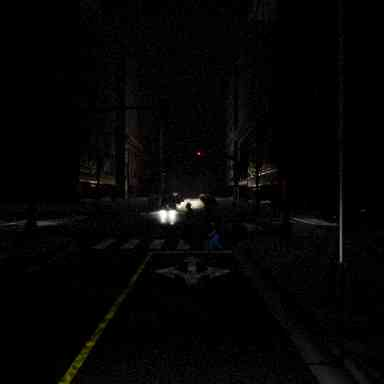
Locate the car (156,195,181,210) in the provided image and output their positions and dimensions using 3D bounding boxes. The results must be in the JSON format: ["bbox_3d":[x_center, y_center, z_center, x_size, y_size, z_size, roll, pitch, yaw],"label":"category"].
[{"bbox_3d":[-2.919,1.455,42.624,2.128,1.511,4.902,0,0,1],"label":"car"}]

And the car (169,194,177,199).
[{"bbox_3d":[-5.337,1.378,95.333,1.887,1.381,4.507,0,0,0],"label":"car"}]

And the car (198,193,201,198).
[{"bbox_3d":[3.076,1.432,78.334,1.887,1.381,4.507,0,0,0],"label":"car"}]

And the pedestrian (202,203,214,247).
[{"bbox_3d":[0.687,1.290,13.202,0.375,1.860,0.375,0,0,0],"label":"pedestrian"}]

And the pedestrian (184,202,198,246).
[{"bbox_3d":[-0.046,1.290,13.806,0.375,1.860,0.375,0,0,0],"label":"pedestrian"}]

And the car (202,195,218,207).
[{"bbox_3d":[2.889,1.518,50.089,1.947,1.339,4.313,0,0,0],"label":"car"}]

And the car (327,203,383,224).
[{"bbox_3d":[13.508,1.722,26.078,4.674,1.442,1.812,1,0,0],"label":"car"}]

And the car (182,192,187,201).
[{"bbox_3d":[-2.654,1.264,69.565,2.097,1.767,4.553,0,0,0],"label":"car"}]

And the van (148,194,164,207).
[{"bbox_3d":[-5.635,1.293,50.144,1.690,1.788,3.998,0,0,0],"label":"van"}]

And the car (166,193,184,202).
[{"bbox_3d":[-2.827,1.420,55.294,1.882,1.535,5.008,0,0,0],"label":"car"}]

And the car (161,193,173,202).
[{"bbox_3d":[-5.485,1.218,72.739,2.192,1.841,5.009,0,0,0],"label":"car"}]

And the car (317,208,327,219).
[{"bbox_3d":[13.630,1.714,29.344,4.892,1.490,1.837,1,0,1],"label":"car"}]

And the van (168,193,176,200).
[{"bbox_3d":[-5.373,1.193,89.685,1.690,1.788,3.998,0,0,0],"label":"van"}]

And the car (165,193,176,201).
[{"bbox_3d":[-5.411,1.185,84.036,2.192,1.841,5.009,0,0,0],"label":"car"}]

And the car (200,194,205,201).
[{"bbox_3d":[3.001,1.499,67.036,1.802,1.307,4.206,0,0,0],"label":"car"}]

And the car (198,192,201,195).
[{"bbox_3d":[3.187,1.416,95.281,1.802,1.307,4.206,0,0,0],"label":"car"}]

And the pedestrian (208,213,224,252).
[{"bbox_3d":[0.895,1.571,12.575,0.375,1.300,0.375,0,0,0],"label":"pedestrian"}]
